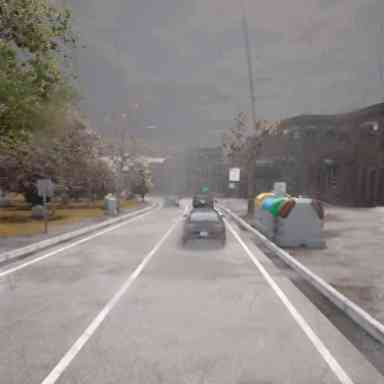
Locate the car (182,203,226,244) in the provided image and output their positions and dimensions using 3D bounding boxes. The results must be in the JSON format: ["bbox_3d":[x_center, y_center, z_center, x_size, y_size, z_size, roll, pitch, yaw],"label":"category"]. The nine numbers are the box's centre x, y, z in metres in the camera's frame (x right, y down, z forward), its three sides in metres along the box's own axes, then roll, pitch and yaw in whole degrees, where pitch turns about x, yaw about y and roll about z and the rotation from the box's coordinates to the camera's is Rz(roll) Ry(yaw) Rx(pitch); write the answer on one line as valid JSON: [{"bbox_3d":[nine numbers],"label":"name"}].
[{"bbox_3d":[0.548,1.464,15.285,1.812,1.442,4.674,0,0,2],"label":"car"}]

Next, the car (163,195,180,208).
[{"bbox_3d":[-2.633,1.154,43.615,2.097,1.767,4.553,0,0,-1],"label":"car"}]

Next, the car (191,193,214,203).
[{"bbox_3d":[1.132,1.075,35.256,2.150,2.045,5.566,0,0,1],"label":"car"}]
